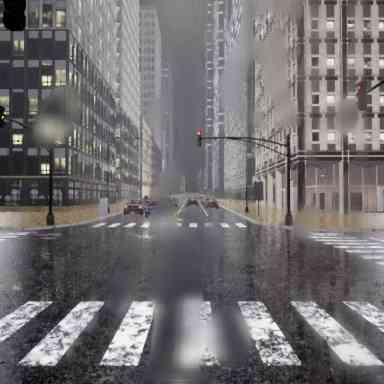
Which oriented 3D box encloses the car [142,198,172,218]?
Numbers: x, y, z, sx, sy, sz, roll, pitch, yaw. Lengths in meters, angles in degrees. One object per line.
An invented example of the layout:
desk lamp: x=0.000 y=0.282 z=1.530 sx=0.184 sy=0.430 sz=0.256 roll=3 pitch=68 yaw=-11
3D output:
car: x=-3.104 y=1.537 z=30.328 sx=1.812 sy=1.442 sz=4.674 roll=0 pitch=0 yaw=0

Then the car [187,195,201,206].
car: x=0.090 y=1.569 z=56.100 sx=2.033 sy=1.411 sz=5.357 roll=0 pitch=0 yaw=0

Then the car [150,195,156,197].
car: x=-5.679 y=1.332 z=44.945 sx=2.192 sy=1.841 sz=5.009 roll=1 pitch=0 yaw=0

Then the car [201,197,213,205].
car: x=2.693 y=1.590 z=61.741 sx=1.947 sy=1.339 sz=4.313 roll=1 pitch=0 yaw=0

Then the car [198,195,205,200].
car: x=2.687 y=1.584 z=95.204 sx=1.887 sy=1.381 sz=4.507 roll=1 pitch=0 yaw=0

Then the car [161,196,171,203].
car: x=-5.689 y=1.573 z=72.820 sx=1.887 sy=1.381 sz=4.507 roll=1 pitch=0 yaw=0

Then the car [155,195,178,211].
car: x=-3.104 y=1.520 z=40.670 sx=1.837 sy=1.490 sz=4.892 roll=0 pitch=0 yaw=0

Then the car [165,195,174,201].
car: x=-5.691 y=1.578 z=83.971 sx=1.887 sy=1.381 sz=4.507 roll=1 pitch=0 yaw=0

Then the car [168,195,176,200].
car: x=-5.693 y=1.605 z=95.121 sx=1.947 sy=1.339 sz=4.313 roll=1 pitch=0 yaw=0

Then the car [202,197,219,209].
car: x=2.695 y=1.599 z=45.008 sx=1.802 sy=1.307 sz=4.206 roll=1 pitch=0 yaw=0

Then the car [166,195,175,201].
car: x=-5.692 y=1.587 z=89.546 sx=2.008 sy=1.369 sz=4.403 roll=1 pitch=0 yaw=0

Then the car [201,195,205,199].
car: x=2.695 y=1.547 z=56.334 sx=1.752 sy=1.417 sz=4.829 roll=1 pitch=0 yaw=0

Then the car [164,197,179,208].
car: x=-3.104 y=1.567 z=51.058 sx=2.033 sy=1.411 sz=5.357 roll=0 pitch=0 yaw=0

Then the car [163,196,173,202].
car: x=-5.690 y=1.582 z=78.395 sx=2.008 sy=1.369 sz=4.403 roll=1 pitch=0 yaw=0

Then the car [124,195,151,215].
car: x=-5.680 y=1.453 z=33.794 sx=1.967 sy=1.590 sz=4.097 roll=1 pitch=0 yaw=0
